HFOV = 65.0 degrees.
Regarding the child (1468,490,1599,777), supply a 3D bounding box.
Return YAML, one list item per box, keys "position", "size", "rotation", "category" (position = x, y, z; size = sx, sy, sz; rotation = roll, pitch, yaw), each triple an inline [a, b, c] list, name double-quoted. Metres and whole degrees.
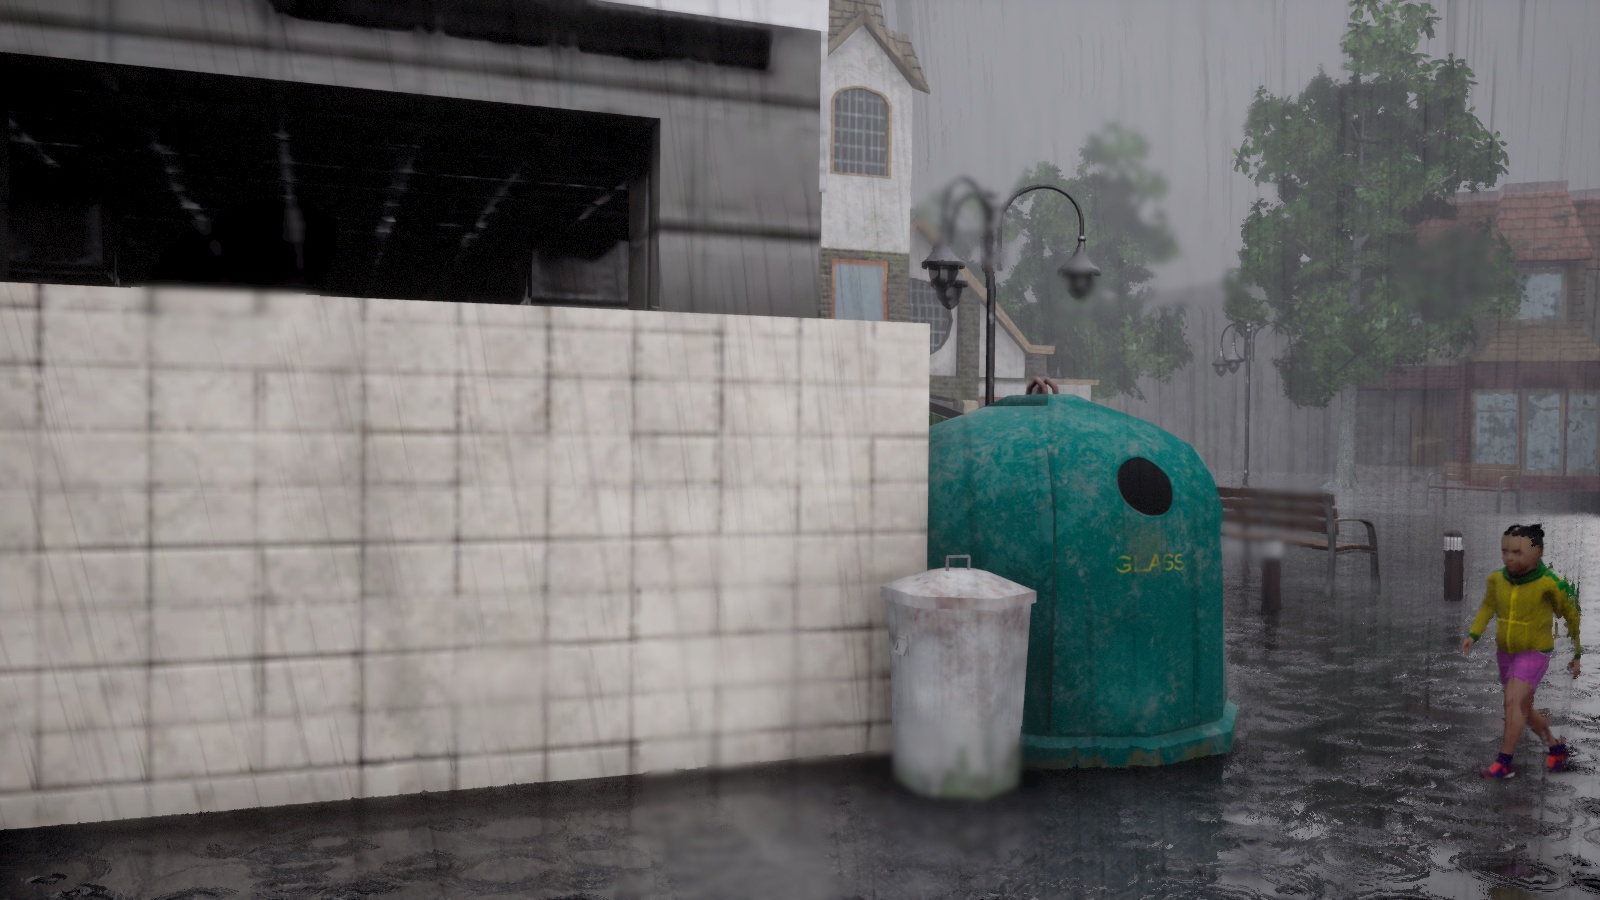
- position: [3.179, 0.765, 5.414]
  size: [0.473, 1.160, 0.299]
  rotation: [-1, 1, -23]
  category: "child"
